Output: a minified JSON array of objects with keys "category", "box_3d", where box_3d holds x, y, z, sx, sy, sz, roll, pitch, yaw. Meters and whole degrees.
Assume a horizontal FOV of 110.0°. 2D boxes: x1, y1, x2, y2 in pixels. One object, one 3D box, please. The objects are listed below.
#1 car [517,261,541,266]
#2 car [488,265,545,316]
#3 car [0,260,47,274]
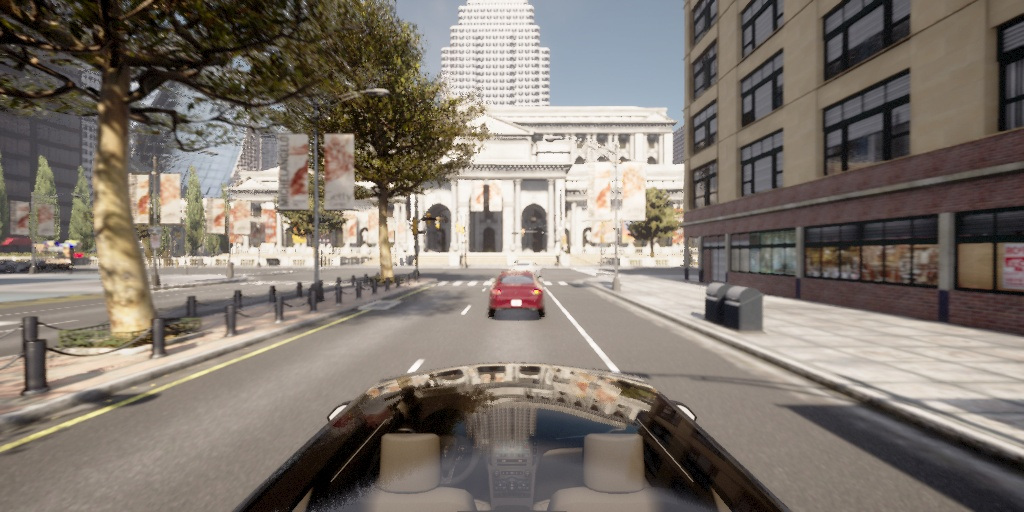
[{"category":"car","box_3d":[1.304,1.125,29.437,1.812,1.442,4.674,0,0,15]},{"category":"car","box_3d":[0.174,1.216,12.882,1.812,1.442,4.674,0,0,1]},{"category":"car","box_3d":[-51.955,1.110,37.201,4.181,1.385,1.994,0,0,-1]}]
